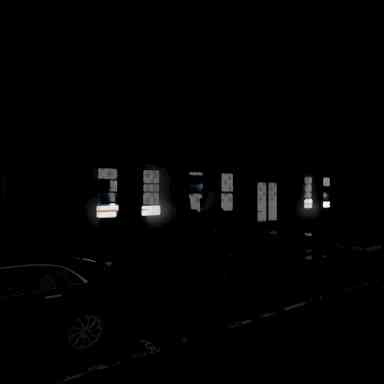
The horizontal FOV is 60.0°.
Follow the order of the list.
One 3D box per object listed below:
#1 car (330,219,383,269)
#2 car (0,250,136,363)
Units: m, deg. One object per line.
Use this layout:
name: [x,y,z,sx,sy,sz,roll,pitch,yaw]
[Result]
car: [6.345,1.581,11.068,4.206,1.307,1.802,0,0,-35]
car: [-2.931,1.551,4.468,4.403,1.369,2.008,0,0,-35]
